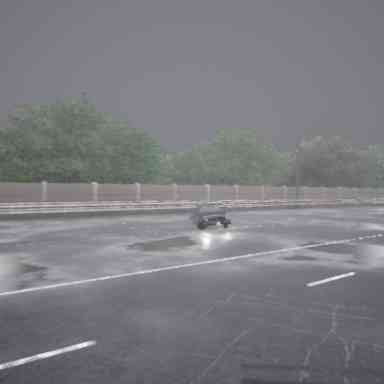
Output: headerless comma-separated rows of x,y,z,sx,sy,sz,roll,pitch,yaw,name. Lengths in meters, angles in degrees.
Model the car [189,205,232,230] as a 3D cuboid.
1.026,1.588,22.145,2.033,1.411,5.357,-3,-1,-11,car
